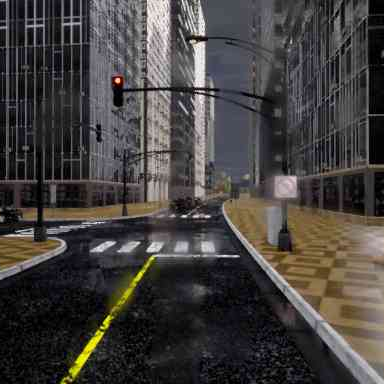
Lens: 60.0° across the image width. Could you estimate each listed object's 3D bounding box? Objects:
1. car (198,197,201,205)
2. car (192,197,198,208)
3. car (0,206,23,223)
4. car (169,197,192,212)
[{"bbox_3d":[0.502,1.501,58.404,1.994,1.385,4.181,0,0,7],"label":"car"},{"bbox_3d":[-0.604,1.462,48.445,1.837,1.490,4.892,0,0,6],"label":"car"},{"bbox_3d":[-16.520,1.854,28.032,4.403,1.369,2.008,-1,1,10],"label":"car"},{"bbox_3d":[-1.486,1.450,38.637,1.882,1.535,5.008,0,0,5],"label":"car"}]
